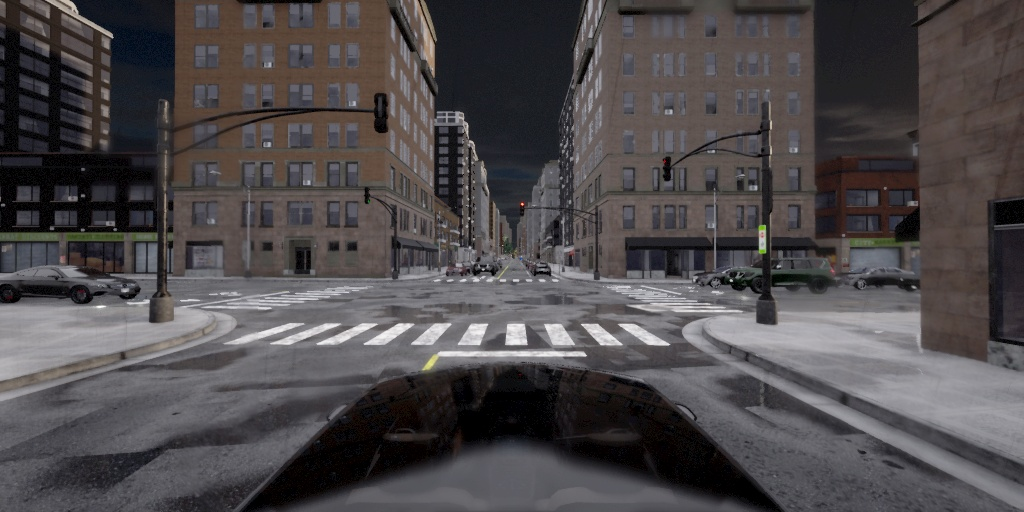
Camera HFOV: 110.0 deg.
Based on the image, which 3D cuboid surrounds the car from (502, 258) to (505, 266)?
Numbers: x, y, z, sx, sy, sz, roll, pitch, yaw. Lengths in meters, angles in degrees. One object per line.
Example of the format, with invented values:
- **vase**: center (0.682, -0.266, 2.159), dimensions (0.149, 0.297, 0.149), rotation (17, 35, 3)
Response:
- **car**: center (-2.525, 1.353, 58.170), dimensions (1.895, 1.301, 4.718), rotation (0, 0, 1)

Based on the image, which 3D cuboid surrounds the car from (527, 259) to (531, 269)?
- **car**: center (3.033, 1.298, 41.749), dimensions (1.888, 1.381, 4.507), rotation (0, 0, 1)

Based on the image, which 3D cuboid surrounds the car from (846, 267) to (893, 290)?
- **car**: center (24.229, 1.464, 24.189), dimensions (4.902, 1.511, 2.128), rotation (0, -1, 0)

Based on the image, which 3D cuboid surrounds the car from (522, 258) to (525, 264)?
- **car**: center (3.303, 1.316, 63.870), dimensions (1.948, 1.339, 4.313), rotation (0, 0, 1)

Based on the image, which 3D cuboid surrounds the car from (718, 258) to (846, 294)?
- **car**: center (15.614, 1.105, 20.998), dimensions (5.566, 2.045, 2.150), rotation (0, -1, 0)

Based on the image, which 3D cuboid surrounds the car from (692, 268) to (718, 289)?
- **car**: center (14.824, 1.402, 24.245), dimensions (4.902, 1.511, 2.128), rotation (0, -1, 2)

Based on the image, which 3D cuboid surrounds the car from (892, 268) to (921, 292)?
- **car**: center (25.716, 1.551, 20.933), dimensions (4.718, 1.301, 1.895), rotation (0, -1, 0)

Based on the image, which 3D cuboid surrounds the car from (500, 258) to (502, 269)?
- **car**: center (-2.661, 1.258, 47.914), dimensions (1.837, 1.490, 4.892), rotation (0, 0, 1)

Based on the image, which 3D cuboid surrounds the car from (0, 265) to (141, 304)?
- **car**: center (-17.929, 1.106, 14.506), dimensions (4.674, 1.442, 1.812), rotation (0, -1, 1)

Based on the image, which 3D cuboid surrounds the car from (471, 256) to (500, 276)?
- **car**: center (-2.784, 0.976, 37.826), dimensions (2.150, 2.045, 5.566), rotation (0, 0, 1)

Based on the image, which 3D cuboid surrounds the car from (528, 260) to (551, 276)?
- **car**: center (2.965, 1.319, 36.219), dimensions (1.948, 1.339, 4.313), rotation (0, 0, 1)

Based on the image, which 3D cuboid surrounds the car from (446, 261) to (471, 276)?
- **car**: center (-5.561, 1.336, 36.319), dimensions (1.802, 1.307, 4.207), rotation (0, 0, 1)

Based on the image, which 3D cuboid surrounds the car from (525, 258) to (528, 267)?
- **car**: center (3.100, 1.303, 47.279), dimensions (2.007, 1.370, 4.403), rotation (0, 0, 1)
